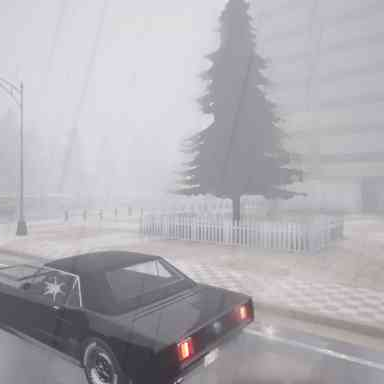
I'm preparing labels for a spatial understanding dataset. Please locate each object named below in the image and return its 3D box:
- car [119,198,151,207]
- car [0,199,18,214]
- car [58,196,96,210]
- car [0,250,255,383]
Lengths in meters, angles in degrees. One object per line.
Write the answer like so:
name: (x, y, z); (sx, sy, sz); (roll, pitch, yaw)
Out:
car: (-8.538, 1.547, 50.412); (2.033, 1.411, 5.357); (0, 0, 36)
car: (-20.448, 1.478, 33.912); (1.882, 1.535, 5.008); (0, 0, 36)
car: (-14.550, 1.352, 42.086); (2.097, 1.767, 4.553); (0, 0, 36)
car: (-1.571, 1.601, 5.130); (4.718, 1.301, 1.895); (0, 0, 36)
